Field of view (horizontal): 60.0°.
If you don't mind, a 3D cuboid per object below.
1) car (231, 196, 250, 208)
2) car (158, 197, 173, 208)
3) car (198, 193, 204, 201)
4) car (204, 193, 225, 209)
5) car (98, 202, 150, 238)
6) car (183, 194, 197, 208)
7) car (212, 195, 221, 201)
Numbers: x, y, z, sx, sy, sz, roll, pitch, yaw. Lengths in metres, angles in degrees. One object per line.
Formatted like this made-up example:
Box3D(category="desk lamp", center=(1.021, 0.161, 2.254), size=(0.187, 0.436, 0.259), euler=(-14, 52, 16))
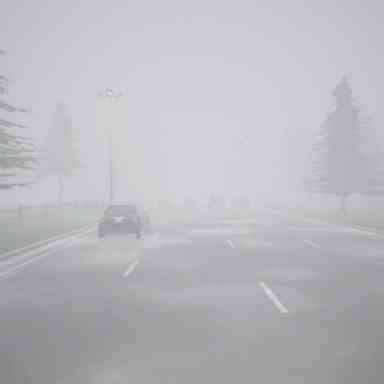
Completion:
Box3D(category="car", center=(6.719, 1.307, 46.422), size=(2.097, 1.767, 4.553), euler=(0, 0, 0))
Box3D(category="car", center=(-3.770, 1.502, 47.423), size=(1.882, 1.535, 5.008), euler=(0, 0, 0))
Box3D(category="car", center=(2.891, 1.206, 88.601), size=(2.150, 2.045, 5.566), euler=(0, 0, 0))
Box3D(category="car", center=(3.220, 1.203, 45.226), size=(2.150, 2.045, 5.566), euler=(0, 0, 0))
Box3D(category="car", center=(-3.513, 1.375, 17.960), size=(2.097, 1.767, 4.553), euler=(0, 0, 0))
Box3D(category="car", center=(-0.272, 1.479, 47.489), size=(1.882, 1.535, 5.008), euler=(0, 0, 0))
Box3D(category="car", center=(6.401, 1.483, 87.446), size=(2.128, 1.511, 4.902), euler=(0, 0, 0))
